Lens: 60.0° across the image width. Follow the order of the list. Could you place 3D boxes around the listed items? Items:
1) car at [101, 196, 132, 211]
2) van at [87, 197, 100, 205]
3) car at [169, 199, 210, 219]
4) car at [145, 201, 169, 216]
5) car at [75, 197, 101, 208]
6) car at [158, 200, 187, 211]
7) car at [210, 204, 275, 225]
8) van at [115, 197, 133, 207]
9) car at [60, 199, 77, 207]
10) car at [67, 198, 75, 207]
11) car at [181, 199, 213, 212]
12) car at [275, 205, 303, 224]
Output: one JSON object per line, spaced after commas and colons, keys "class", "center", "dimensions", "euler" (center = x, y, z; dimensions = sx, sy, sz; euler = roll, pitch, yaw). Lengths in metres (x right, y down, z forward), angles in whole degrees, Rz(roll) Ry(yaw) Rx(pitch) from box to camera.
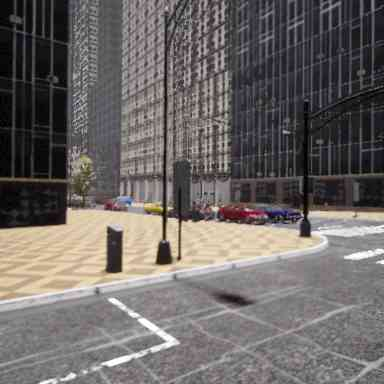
{"class": "car", "center": [-9.566, 1.626, 42.068], "dimensions": [1.967, 1.590, 4.097], "euler": [0, -1, -35]}
{"class": "van", "center": [-22.219, 1.943, 74.824], "dimensions": [1.690, 1.788, 3.998], "euler": [0, -1, -35]}
{"class": "car", "center": [0.196, 1.463, 28.089], "dimensions": [1.967, 1.590, 4.097], "euler": [0, -1, -35]}
{"class": "car", "center": [-2.960, 1.601, 32.609], "dimensions": [1.752, 1.417, 4.829], "euler": [0, -1, -35]}
{"class": "car", "center": [-16.073, 1.845, 51.386], "dimensions": [2.008, 1.369, 4.403], "euler": [0, -1, -35]}
{"class": "car", "center": [-2.791, 1.803, 47.004], "dimensions": [1.752, 1.417, 4.829], "euler": [0, -1, -35]}
{"class": "car", "center": [3.450, 1.551, 23.428], "dimensions": [1.802, 1.307, 4.206], "euler": [0, -1, -35]}
{"class": "van", "center": [-12.457, 1.780, 60.845], "dimensions": [1.690, 1.788, 3.998], "euler": [0, -1, -35]}
{"class": "car", "center": [-22.581, 1.947, 60.706], "dimensions": [1.887, 1.381, 4.507], "euler": [0, -1, -35]}
{"class": "car", "center": [-19.327, 1.914, 56.046], "dimensions": [1.947, 1.339, 4.313], "euler": [0, -1, -35]}
{"class": "car", "center": [0.559, 1.661, 42.205], "dimensions": [1.967, 1.590, 4.097], "euler": [0, -1, -35]}
{"class": "car", "center": [5.850, 1.596, 24.702], "dimensions": [1.895, 1.301, 4.718], "euler": [1, -1, -35]}
